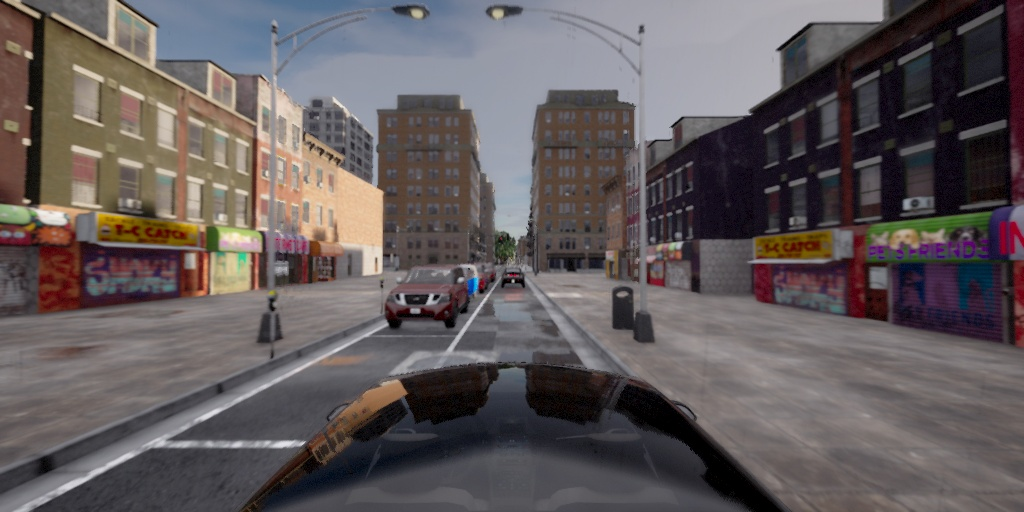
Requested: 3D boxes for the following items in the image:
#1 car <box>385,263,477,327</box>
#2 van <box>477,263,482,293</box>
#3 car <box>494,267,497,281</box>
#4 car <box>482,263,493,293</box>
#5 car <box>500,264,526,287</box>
[{"bbox_3d":[-2.640,1.213,12.270,2.192,1.841,5.009,0,0,0],"label":"car"},{"bbox_3d":[-2.642,1.320,17.883,1.690,1.789,3.998,0,0,0],"label":"van"},{"bbox_3d":[-2.646,1.551,34.722,2.192,1.841,5.009,0,0,0],"label":"car"},{"bbox_3d":[-2.643,1.378,23.496,2.192,1.841,5.009,0,0,0],"label":"car"},{"bbox_3d":[0.088,1.650,28.884,1.837,1.490,4.892,0,-1,0],"label":"car"}]
